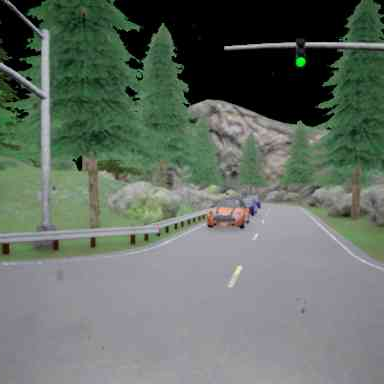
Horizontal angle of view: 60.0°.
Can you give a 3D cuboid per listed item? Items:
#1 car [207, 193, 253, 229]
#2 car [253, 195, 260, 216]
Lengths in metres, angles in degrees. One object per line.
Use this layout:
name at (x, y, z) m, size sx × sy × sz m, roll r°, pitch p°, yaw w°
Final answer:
car at (2.309, 1.165, 20.316) m, size 2.097 × 1.767 × 4.553 m, roll 0°, pitch 1°, yaw 15°
car at (4.652, 1.208, 29.148) m, size 1.882 × 1.535 × 5.008 m, roll 0°, pitch 1°, yaw 15°
